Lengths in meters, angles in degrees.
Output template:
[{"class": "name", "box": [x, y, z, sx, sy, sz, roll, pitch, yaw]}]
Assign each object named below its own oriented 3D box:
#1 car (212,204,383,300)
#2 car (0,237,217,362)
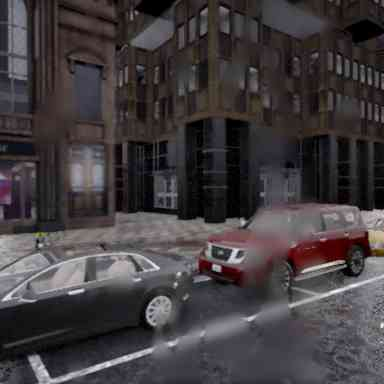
[{"class": "car", "box": [2.574, 1.272, 8.483, 5.009, 1.841, 2.192, 0, 0, -35]}, {"class": "car", "box": [-2.000, 1.543, 5.222, 4.403, 1.369, 2.008, 0, 0, -35]}]
